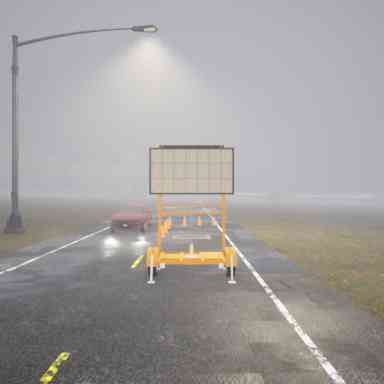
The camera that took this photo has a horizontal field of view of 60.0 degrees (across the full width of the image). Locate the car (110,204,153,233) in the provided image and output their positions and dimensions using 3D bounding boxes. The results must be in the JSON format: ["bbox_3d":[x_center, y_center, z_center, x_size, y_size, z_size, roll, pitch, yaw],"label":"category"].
[{"bbox_3d":[-3.514,1.479,19.976,1.882,1.535,5.008,0,0,0],"label":"car"}]

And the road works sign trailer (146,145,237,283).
[{"bbox_3d":[-0.007,0.465,9.602,2.380,3.560,2.880,0,0,0],"label":"road works sign trailer"}]
